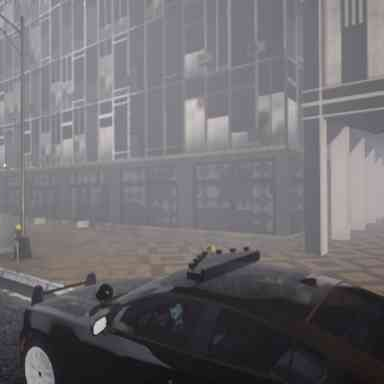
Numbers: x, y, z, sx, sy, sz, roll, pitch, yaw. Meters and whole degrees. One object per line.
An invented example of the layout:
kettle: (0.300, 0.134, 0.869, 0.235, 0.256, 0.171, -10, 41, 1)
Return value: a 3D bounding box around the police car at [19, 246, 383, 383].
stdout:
police car: (0.193, 1.411, 3.281, 5.238, 1.638, 1.930, 1, 0, 35)
